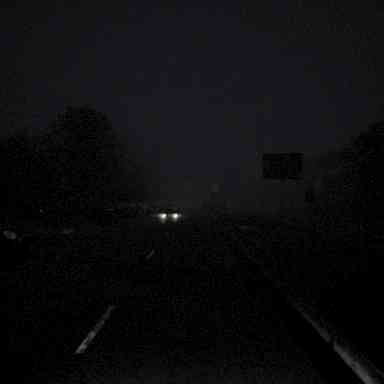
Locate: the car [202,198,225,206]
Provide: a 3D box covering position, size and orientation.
[{"bbox_3d":[5.348,2.747,77.823,4.892,1.521,2.231,0,-1,1],"label":"car"}]

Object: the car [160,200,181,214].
[{"bbox_3d":[-2.947,2.214,46.333,1.882,1.535,5.008,0,-1,1],"label":"car"}]

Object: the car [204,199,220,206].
[{"bbox_3d":[5.492,2.940,91.833,4.553,1.767,2.185,0,-1,0],"label":"car"}]

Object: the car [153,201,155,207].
[{"bbox_3d":[-8.015,2.260,46.695,4.674,1.452,2.002,0,-1,1],"label":"car"}]

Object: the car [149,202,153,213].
[{"bbox_3d":[-8.051,2.168,43.548,5.008,1.535,2.097,0,-1,1],"label":"car"}]

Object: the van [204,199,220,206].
[{"bbox_3d":[5.598,2.913,94.638,4.442,1.987,1.878,0,-1,0],"label":"van"}]

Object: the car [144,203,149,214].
[{"bbox_3d":[-8.069,2.116,40.275,4.892,1.521,2.231,0,-1,1],"label":"car"}]

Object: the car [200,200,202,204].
[{"bbox_3d":[5.338,2.552,80.629,5.566,2.045,2.435,0,-1,0],"label":"car"}]

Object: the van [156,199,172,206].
[{"bbox_3d":[-7.736,2.836,91.882,4.442,1.987,1.878,0,-1,0],"label":"van"}]

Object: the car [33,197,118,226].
[{"bbox_3d":[-8.816,1.422,25.442,5.566,2.045,2.150,1,1,-19],"label":"car"}]

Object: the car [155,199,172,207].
[{"bbox_3d":[-7.756,2.689,75.176,5.008,1.535,2.097,0,-1,1],"label":"car"}]

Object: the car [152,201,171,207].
[{"bbox_3d":[-7.690,2.902,83.528,4.674,1.452,2.002,0,-1,1],"label":"car"}]

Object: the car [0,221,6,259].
[{"bbox_3d":[-8.309,1.656,9.497,4.674,1.452,2.002,0,-1,0],"label":"car"}]

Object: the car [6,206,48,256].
[{"bbox_3d":[-8.353,1.540,12.670,4.553,1.767,2.185,0,-1,0],"label":"car"}]

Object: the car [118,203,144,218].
[{"bbox_3d":[-8.101,2.102,36.999,4.674,1.452,2.002,0,-1,1],"label":"car"}]
